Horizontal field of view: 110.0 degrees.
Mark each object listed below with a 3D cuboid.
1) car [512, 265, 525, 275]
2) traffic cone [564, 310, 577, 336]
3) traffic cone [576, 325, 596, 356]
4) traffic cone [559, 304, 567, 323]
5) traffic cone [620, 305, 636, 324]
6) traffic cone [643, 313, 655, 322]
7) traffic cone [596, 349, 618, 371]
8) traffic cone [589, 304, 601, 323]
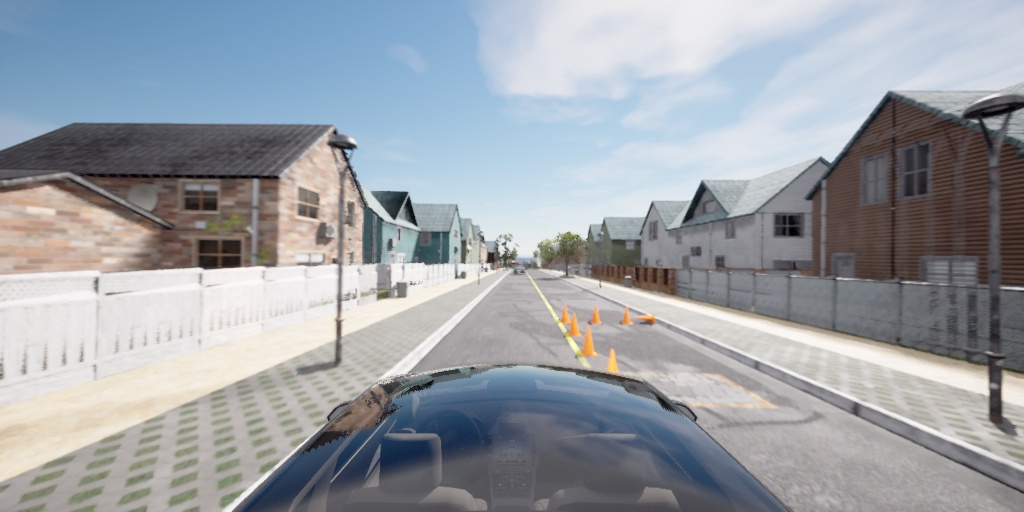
[{"bbox_3d":[1.107,2.106,54.995,2.128,1.511,4.902,1,-1,1],"label":"car"},{"bbox_3d":[1.681,1.835,9.711,0.340,0.580,0.340,0,0,1],"label":"traffic cone"},{"bbox_3d":[1.637,1.808,7.711,0.340,0.580,0.340,0,0,1],"label":"traffic cone"},{"bbox_3d":[1.725,1.863,11.710,0.340,0.580,0.340,0,0,1],"label":"traffic cone"},{"bbox_3d":[3.724,1.893,11.666,0.340,0.580,0.340,0,0,1],"label":"traffic cone"},{"bbox_3d":[4.574,1.735,11.650,0.340,0.580,0.340,0,0,4],"label":"traffic cone"},{"bbox_3d":[1.593,1.781,5.712,0.340,0.580,0.340,0,0,1],"label":"traffic cone"},{"bbox_3d":[2.725,1.878,11.688,0.340,0.580,0.340,0,0,1],"label":"traffic cone"}]
